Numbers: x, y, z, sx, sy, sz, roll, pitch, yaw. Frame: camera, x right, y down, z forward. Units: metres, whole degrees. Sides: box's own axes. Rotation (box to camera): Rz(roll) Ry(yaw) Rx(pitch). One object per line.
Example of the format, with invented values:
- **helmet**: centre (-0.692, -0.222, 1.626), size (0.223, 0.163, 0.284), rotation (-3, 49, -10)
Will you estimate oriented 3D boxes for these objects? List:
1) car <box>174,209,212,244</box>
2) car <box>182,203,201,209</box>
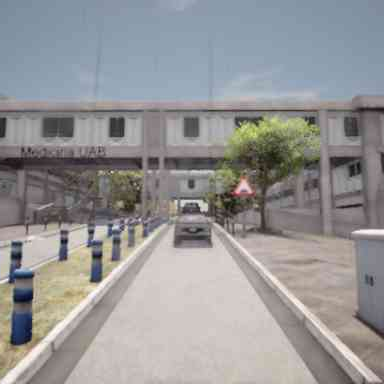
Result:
- **car**: centre (0.036, 1.786, 17.158), size (2.033, 1.411, 5.357), rotation (0, -1, 0)
- **car**: centre (-0.057, 2.355, 39.923), size (2.150, 2.045, 5.566), rotation (0, -3, 0)
